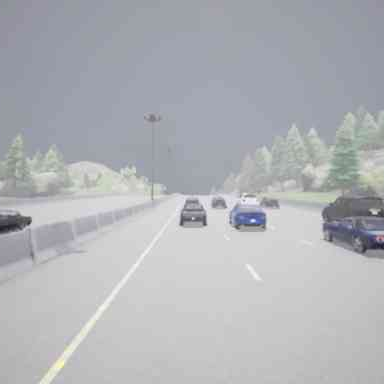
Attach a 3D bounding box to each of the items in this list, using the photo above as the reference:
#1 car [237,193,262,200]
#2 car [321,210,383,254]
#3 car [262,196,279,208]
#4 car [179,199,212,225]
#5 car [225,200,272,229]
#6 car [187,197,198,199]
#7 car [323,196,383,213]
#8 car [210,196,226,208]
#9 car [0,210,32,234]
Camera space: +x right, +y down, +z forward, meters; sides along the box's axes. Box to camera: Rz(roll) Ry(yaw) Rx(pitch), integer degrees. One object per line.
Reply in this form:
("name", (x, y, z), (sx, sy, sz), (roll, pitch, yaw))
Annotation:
("car", (7.079, 1.126, 42.707), (2.150, 2.045, 5.566), (0, 1, 0))
("car", (7.096, 1.665, 13.760), (1.895, 1.301, 4.718), (0, 0, 0))
("car", (10.577, 1.379, 45.734), (1.837, 1.490, 4.892), (0, 1, 0))
("car", (0.090, 1.532, 24.263), (2.128, 1.511, 4.902), (0, 0, 0))
("car", (3.591, 1.530, 22.067), (1.882, 1.535, 5.008), (0, 0, 0))
("car", (0.078, 1.355, 44.116), (1.882, 1.535, 5.008), (0, 1, 0))
("car", (10.591, 1.285, 21.952), (2.150, 2.045, 5.566), (0, 0, 0))
("car", (3.578, 1.375, 45.355), (1.837, 1.490, 4.892), (0, 1, 0))
("car", (-10.508, 1.641, 17.737), (1.895, 1.301, 4.718), (0, 0, 0))
